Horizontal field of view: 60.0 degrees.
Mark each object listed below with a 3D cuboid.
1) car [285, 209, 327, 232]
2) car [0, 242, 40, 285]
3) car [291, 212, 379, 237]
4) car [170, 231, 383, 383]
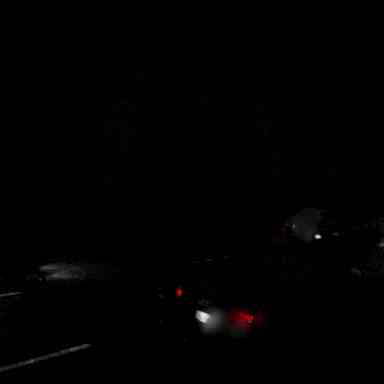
[{"bbox_3d":[7.395,1.767,19.900,4.674,1.442,1.812,1,-1,-42],"label":"car"},{"bbox_3d":[-6.555,1.557,7.696,5.357,1.411,2.033,1,-1,-37],"label":"car"},{"bbox_3d":[6.421,1.747,14.342,4.181,1.385,1.994,1,-1,-42],"label":"car"},{"bbox_3d":[1.701,1.628,5.609,4.181,1.385,1.994,1,-1,-40],"label":"car"}]
